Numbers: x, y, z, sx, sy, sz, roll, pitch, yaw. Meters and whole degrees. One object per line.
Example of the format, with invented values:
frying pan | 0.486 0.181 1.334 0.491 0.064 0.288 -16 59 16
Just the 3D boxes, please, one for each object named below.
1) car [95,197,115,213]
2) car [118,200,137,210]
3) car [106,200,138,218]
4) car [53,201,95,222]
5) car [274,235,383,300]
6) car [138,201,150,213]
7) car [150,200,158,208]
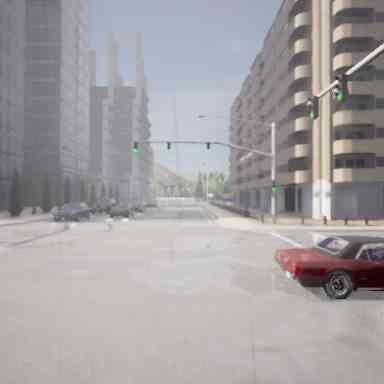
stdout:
car | -10.820 1.696 41.084 2.150 2.045 5.566 0 0 0
car | -10.887 2.155 56.531 2.128 1.511 4.902 0 -1 0
car | -7.305 1.916 35.123 1.837 1.490 4.892 0 -1 0
car | -10.778 1.697 30.101 2.097 1.767 4.553 0 -1 0
car | 4.601 1.761 8.248 4.718 1.301 1.895 0 -1 -1
car | -7.358 2.076 44.873 2.033 1.411 5.357 0 -1 0
car | -7.373 2.281 61.921 2.033 1.411 5.357 0 -1 0
